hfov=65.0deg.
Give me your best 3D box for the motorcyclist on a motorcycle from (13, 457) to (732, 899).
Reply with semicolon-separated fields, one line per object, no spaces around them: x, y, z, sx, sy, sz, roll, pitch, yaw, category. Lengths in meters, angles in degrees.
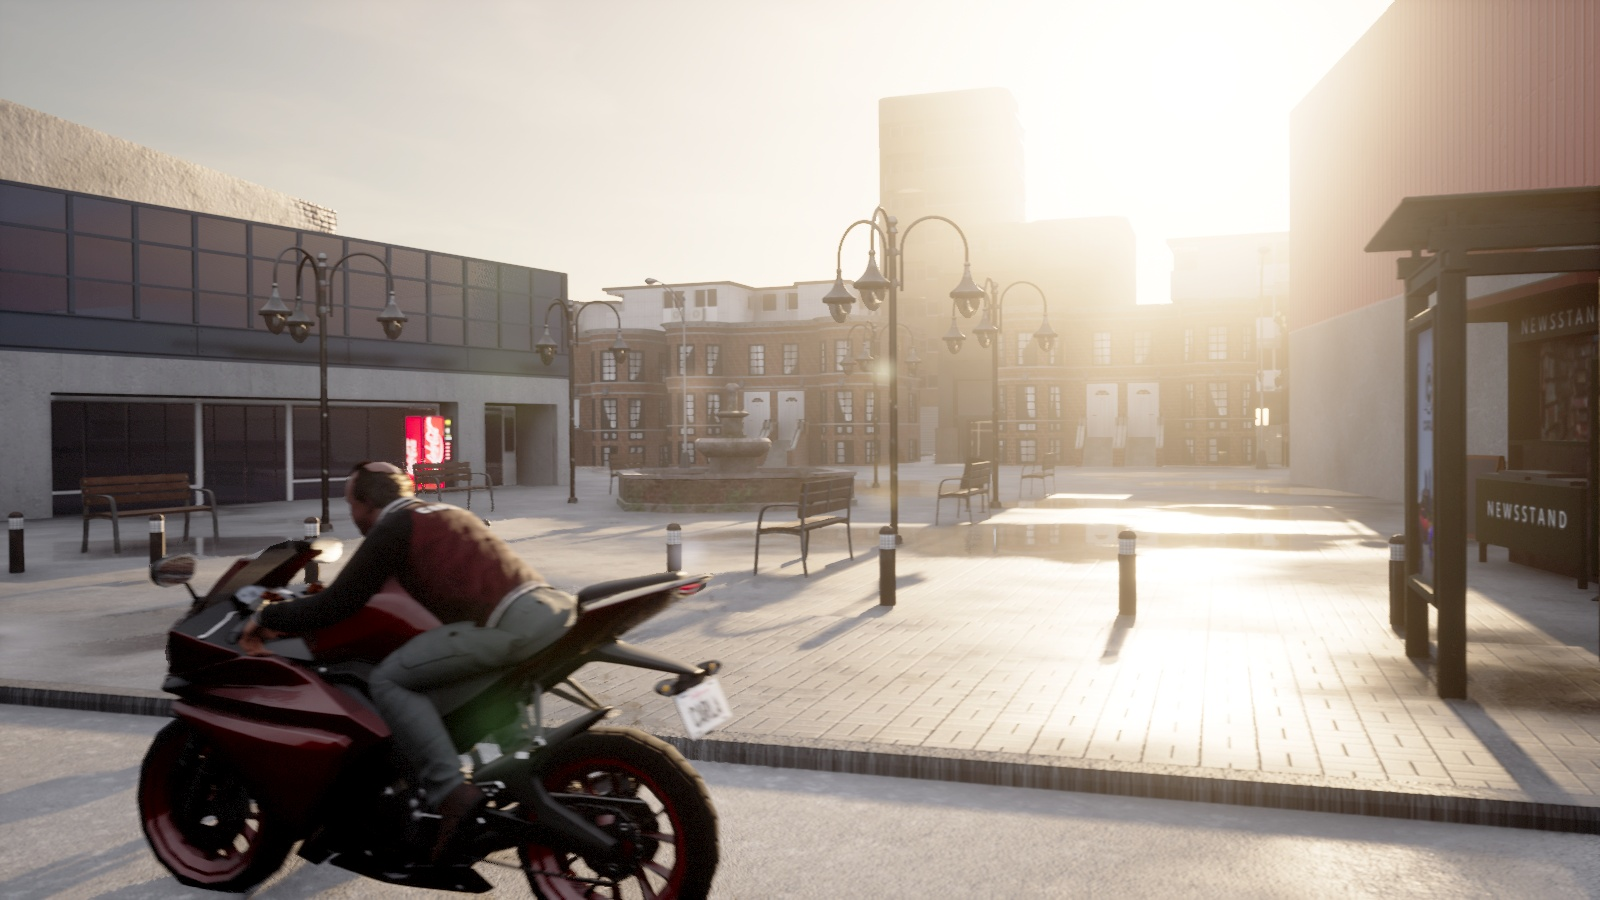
-1.407;0.805;4.194;2.191;1.530;0.866;0;1;19;motorcyclist on a motorcycle
